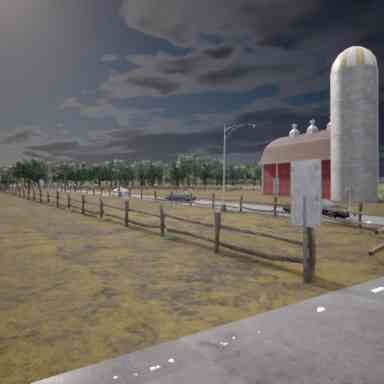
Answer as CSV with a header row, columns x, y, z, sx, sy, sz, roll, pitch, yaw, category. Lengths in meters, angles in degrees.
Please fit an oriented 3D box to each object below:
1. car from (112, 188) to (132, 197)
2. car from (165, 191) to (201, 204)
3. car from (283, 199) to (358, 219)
x,y,z,sx,sy,sz,roll,pitch,yaw,category
-11.612,0.041,54.894,1.812,1.442,4.674,0,2,-35,car
-1.169,0.576,39.980,2.033,1.411,5.357,0,2,-35,car
9.440,1.187,24.995,2.033,1.411,5.357,0,2,-35,car
